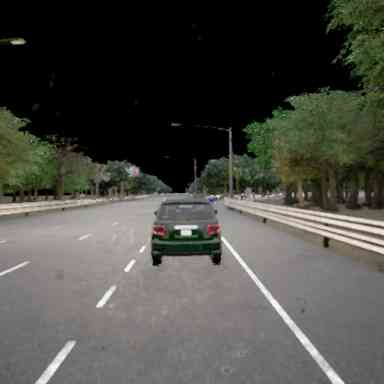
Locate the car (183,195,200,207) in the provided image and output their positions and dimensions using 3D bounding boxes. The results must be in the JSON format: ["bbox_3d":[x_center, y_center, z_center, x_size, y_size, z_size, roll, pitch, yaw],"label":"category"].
[{"bbox_3d":[-0.022,1.375,50.935,2.097,1.767,4.553,-1,0,7],"label":"car"}]

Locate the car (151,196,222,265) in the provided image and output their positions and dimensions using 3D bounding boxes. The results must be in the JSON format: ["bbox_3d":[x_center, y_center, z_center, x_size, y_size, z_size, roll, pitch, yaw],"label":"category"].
[{"bbox_3d":[-0.208,1.230,11.969,2.150,2.045,5.566,-1,0,-1],"label":"car"}]

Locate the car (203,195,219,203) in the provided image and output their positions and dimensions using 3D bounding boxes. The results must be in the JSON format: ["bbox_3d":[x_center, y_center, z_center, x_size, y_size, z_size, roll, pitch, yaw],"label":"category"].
[{"bbox_3d":[4.037,1.461,68.838,1.882,1.535,5.008,-1,0,20],"label":"car"}]

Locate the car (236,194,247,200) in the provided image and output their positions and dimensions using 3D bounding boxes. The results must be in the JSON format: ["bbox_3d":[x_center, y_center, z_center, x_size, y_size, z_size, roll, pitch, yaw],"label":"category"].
[{"bbox_3d":[12.804,1.350,86.896,1.837,1.490,4.892,-1,0,34],"label":"car"}]

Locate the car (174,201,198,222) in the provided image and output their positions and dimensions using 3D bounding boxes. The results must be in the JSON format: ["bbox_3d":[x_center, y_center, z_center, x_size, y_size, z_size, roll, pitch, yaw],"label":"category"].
[{"bbox_3d":[-0.496,1.553,27.568,1.812,1.442,4.674,-1,0,-1],"label":"car"}]
